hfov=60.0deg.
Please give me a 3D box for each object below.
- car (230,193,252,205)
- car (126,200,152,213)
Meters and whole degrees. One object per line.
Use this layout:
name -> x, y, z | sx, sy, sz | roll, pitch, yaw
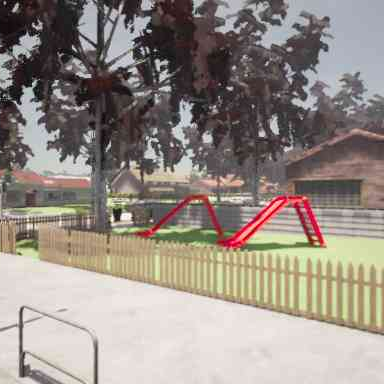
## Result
car -> 8.325, 1.200, 54.438 | 2.150, 2.045, 5.566 | 0, 0, 36
car -> -5.124, 1.547, 35.716 | 1.994, 1.385, 4.181 | 0, 0, 35
